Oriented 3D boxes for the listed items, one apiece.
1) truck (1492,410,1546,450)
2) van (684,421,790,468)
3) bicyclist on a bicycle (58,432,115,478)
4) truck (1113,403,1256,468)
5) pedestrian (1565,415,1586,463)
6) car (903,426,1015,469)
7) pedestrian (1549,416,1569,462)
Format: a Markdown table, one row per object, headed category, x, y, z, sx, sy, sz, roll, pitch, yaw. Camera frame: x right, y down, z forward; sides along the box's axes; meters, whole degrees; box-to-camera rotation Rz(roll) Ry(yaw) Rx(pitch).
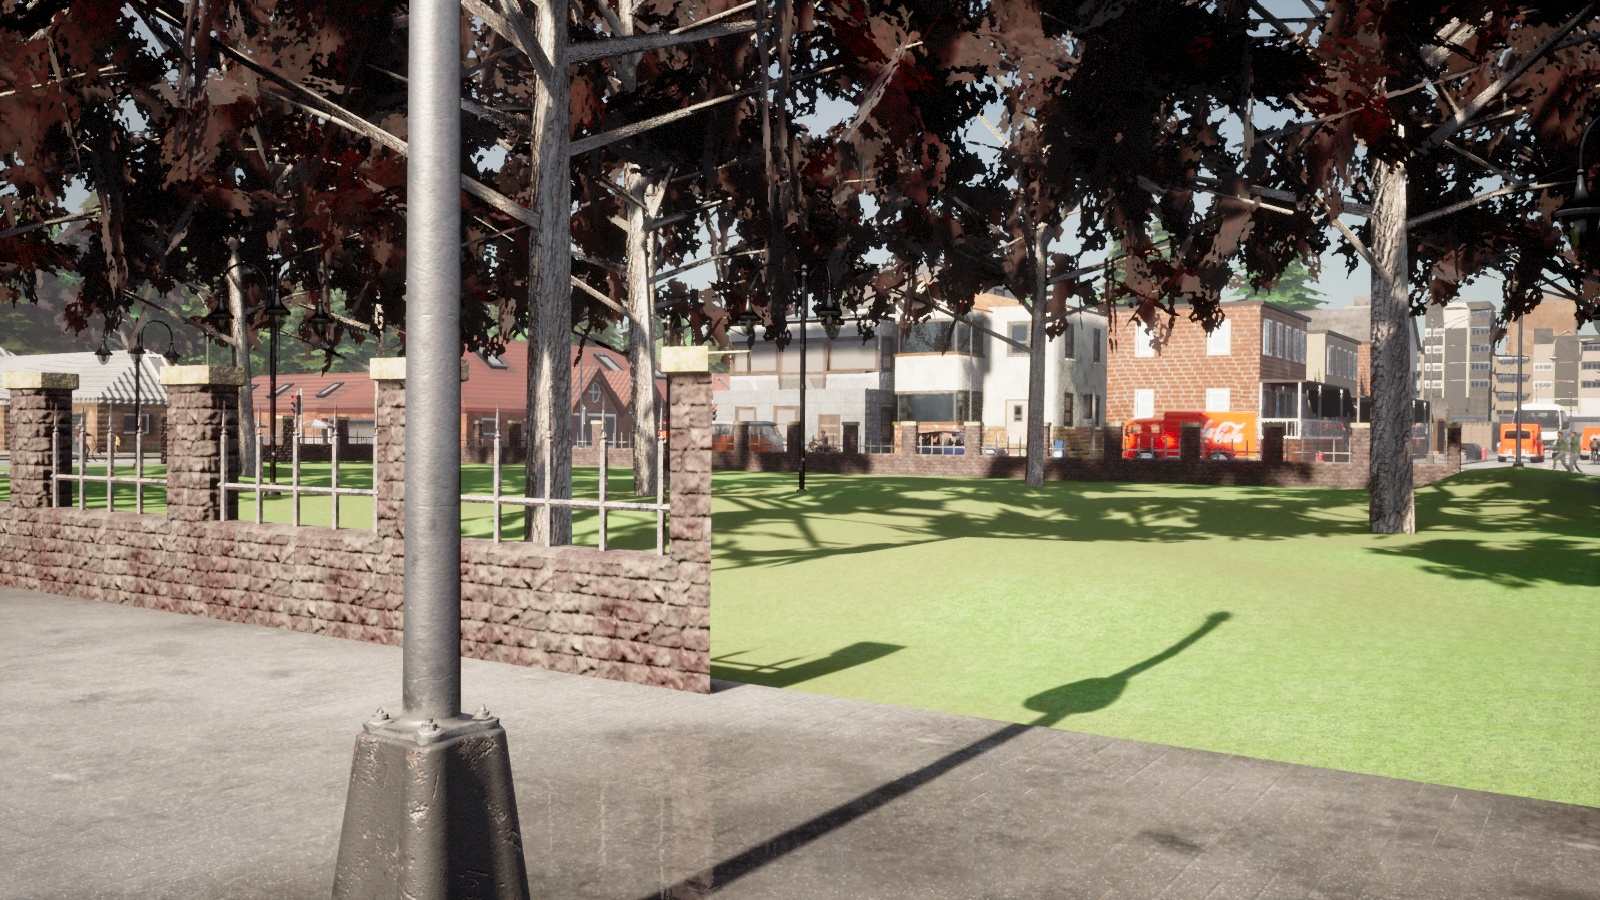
| category | x | y | z | sx | sy | sz | roll | pitch | yaw |
| --- | --- | --- | --- | --- | --- | --- | --- | --- | --- |
| truck | 45.825 | -1.262 | 79.969 | 2.627 | 2.467 | 5.204 | 0 | 1 | 34 |
| van | -2.786 | -0.249 | 55.528 | 4.442 | 1.987 | 1.775 | 0 | 1 | 31 |
| bicyclist on a bicycle | -28.393 | 0.176 | 50.010 | 0.659 | 1.776 | 1.843 | 0 | 1 | 32 |
| truck | 15.080 | -0.565 | 49.183 | 5.204 | 2.467 | 2.627 | 0 | 1 | 21 |
| pedestrian | 30.375 | -0.426 | 49.196 | 0.614 | 1.847 | 0.353 | -1 | 1 | -9 |
| car | 6.269 | -0.104 | 49.571 | 3.988 | 1.617 | 1.851 | 0 | 1 | 32 |
| pedestrian | 30.356 | -0.434 | 50.221 | 0.614 | 1.847 | 0.353 | 0 | 1 | 15 |
